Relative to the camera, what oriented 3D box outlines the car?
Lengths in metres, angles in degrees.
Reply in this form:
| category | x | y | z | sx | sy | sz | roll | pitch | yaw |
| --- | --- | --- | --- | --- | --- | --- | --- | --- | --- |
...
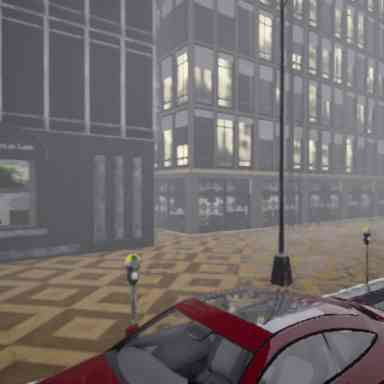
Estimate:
| category | x | y | z | sx | sy | sz | roll | pitch | yaw |
| --- | --- | --- | --- | --- | --- | --- | --- | --- | --- |
| car | 0.330 | 1.565 | 2.677 | 4.206 | 1.307 | 1.802 | 0 | 0 | -35 |
